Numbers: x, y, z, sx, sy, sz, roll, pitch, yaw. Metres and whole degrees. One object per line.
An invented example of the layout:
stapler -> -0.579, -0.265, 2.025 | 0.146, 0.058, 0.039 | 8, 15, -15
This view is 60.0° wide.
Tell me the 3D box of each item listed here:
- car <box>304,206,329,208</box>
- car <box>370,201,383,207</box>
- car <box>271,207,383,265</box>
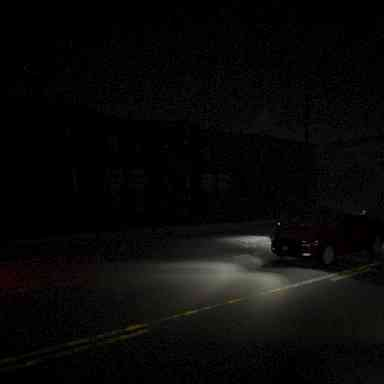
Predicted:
car -> 6.450, 1.507, 17.302 | 4.892, 1.490, 1.837 | 1, 0, -36
car -> 13.090, 1.352, 22.000 | 4.553, 1.767, 2.097 | 0, 0, -36
car -> 4.934, 1.478, 11.887 | 5.008, 1.535, 1.882 | 0, 0, -36
